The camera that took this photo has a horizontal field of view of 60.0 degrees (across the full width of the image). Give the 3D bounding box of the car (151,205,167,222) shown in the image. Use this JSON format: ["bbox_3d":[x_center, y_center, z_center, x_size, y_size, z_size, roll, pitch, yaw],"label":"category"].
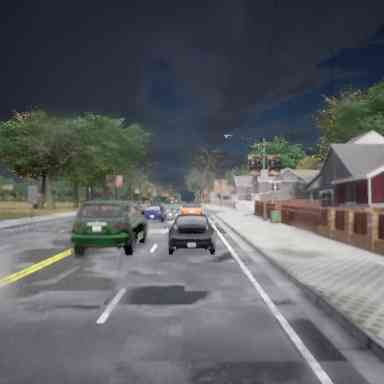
[{"bbox_3d":[-3.256,1.854,29.412,1.812,1.442,4.674,0,-1,0],"label":"car"}]

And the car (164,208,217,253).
[{"bbox_3d":[-0.001,1.660,14.322,1.837,1.490,4.892,0,0,0],"label":"car"}]

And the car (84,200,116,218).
[{"bbox_3d":[-9.768,1.761,35.711,2.097,1.767,4.553,0,-1,0],"label":"car"}]

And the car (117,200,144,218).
[{"bbox_3d":[-6.518,1.761,35.720,2.097,1.767,4.553,0,-1,0],"label":"car"}]

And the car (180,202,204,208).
[{"bbox_3d":[-0.009,1.675,29.121,2.097,1.767,4.553,0,-1,0],"label":"car"}]

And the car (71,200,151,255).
[{"bbox_3d":[-3.255,1.365,14.047,2.150,2.045,5.566,0,0,0],"label":"car"}]
